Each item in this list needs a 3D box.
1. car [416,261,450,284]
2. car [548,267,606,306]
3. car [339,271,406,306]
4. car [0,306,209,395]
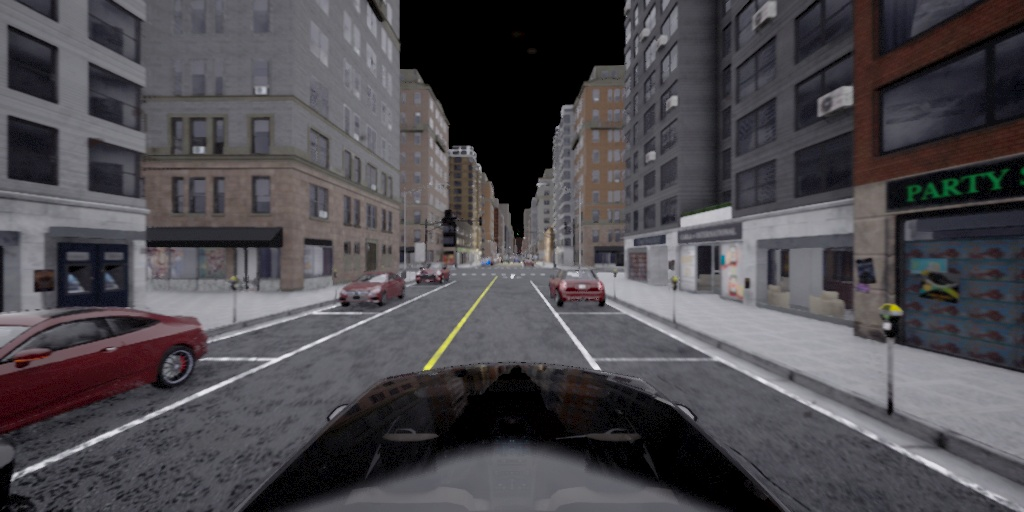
[{"bbox_3d":[-5.854,1.195,26.885,1.967,1.591,4.097,0,0,0],"label":"car"},{"bbox_3d":[2.670,1.188,15.566,1.967,1.591,4.097,0,0,0],"label":"car"},{"bbox_3d":[-5.856,1.330,15.575,1.802,1.307,4.207,0,0,0],"label":"car"},{"bbox_3d":[-5.857,1.329,4.270,1.802,1.307,4.207,0,0,0],"label":"car"}]
